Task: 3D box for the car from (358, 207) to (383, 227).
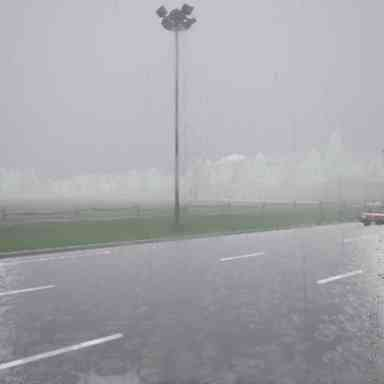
[{"bbox_3d":[12.914,1.586,21.640,4.718,1.301,1.895,0,0,-35],"label":"car"}]
